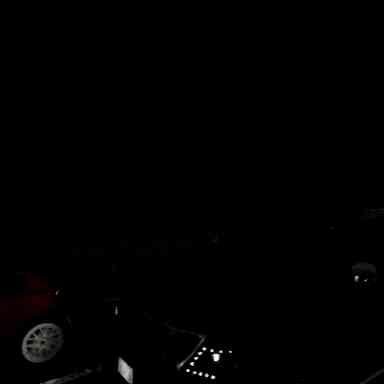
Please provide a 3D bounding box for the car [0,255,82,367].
[{"bbox_3d":[-3.437,1.541,4.195,4.507,1.381,1.887,0,0,-35],"label":"car"}]

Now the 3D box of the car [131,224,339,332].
[{"bbox_3d":[1.129,1.581,7.441,4.507,1.381,1.887,0,0,-35],"label":"car"}]

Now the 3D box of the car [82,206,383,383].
[{"bbox_3d":[1.663,1.249,4.556,5.566,2.045,2.150,0,0,-35],"label":"car"}]
